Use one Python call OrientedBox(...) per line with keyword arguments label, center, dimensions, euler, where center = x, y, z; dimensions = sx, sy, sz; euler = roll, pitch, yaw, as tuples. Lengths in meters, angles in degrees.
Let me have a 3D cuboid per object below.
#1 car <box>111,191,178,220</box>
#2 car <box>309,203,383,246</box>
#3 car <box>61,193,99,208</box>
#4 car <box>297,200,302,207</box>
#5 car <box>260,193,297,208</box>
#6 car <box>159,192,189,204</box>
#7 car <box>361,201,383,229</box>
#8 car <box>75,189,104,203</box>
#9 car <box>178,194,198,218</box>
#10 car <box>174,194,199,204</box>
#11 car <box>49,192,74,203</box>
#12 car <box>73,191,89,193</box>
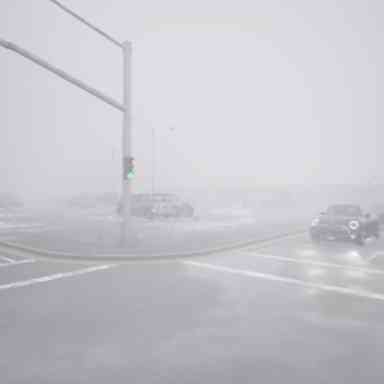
OrientedBox(label="car", center=(-3.615, 1.044, 24.719), dimensions=(4.605, 1.855, 1.932), euler=(0, 0, 39))
OrientedBox(label="car", center=(7.174, 1.326, 15.440), dimensions=(2.097, 1.767, 4.553), euler=(0, 0, 40))
OrientedBox(label="car", center=(-13.528, 1.182, 40.092), dimensions=(3.806, 1.475, 1.970), euler=(0, 0, 39))
OrientedBox(label="car", center=(12.522, 1.284, 44.351), dimensions=(3.806, 1.475, 1.970), euler=(0, 0, 39))
OrientedBox(label="car", center=(10.679, 1.045, 42.119), dimensions=(3.866, 1.878, 1.905), euler=(0, 0, 39))
OrientedBox(label="car", center=(-2.881, 0.938, 53.213), dimensions=(4.605, 1.855, 1.932), euler=(0, 0, 39))
OrientedBox(label="car", center=(13.006, 1.452, 22.279), dimensions=(1.882, 1.535, 5.008), euler=(0, 0, 41))
OrientedBox(label="car", center=(-18.046, 0.850, 58.473), dimensions=(4.605, 1.855, 1.932), euler=(0, 0, 39))
OrientedBox(label="car", center=(-1.737, 1.047, 26.922), dimensions=(3.866, 1.878, 1.905), euler=(0, 0, 39))
OrientedBox(label="car", center=(-0.995, 1.149, 55.413), dimensions=(3.905, 1.438, 1.784), euler=(0, 0, 39))
OrientedBox(label="car", center=(-21.546, 1.093, 54.129), dimensions=(3.806, 1.475, 1.970), euler=(0, 0, 39))
OrientedBox(label="car", center=(-19.710, 1.061, 56.367), dimensions=(3.905, 1.438, 1.784), euler=(0, 0, 39))
